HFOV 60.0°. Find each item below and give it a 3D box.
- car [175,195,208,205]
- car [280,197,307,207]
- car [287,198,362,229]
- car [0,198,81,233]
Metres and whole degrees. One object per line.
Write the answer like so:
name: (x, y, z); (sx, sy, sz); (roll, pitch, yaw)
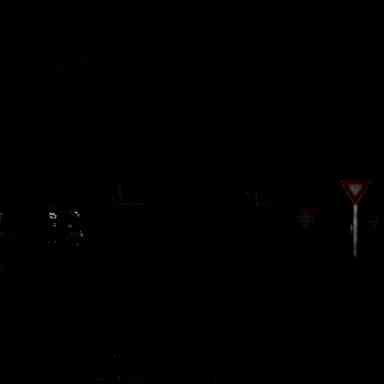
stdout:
car: (-0.106, 1.129, 48.799); (4.902, 1.511, 2.128); (0, 0, 6)
car: (12.881, 1.297, 40.460); (1.895, 1.301, 4.718); (0, 0, -25)
car: (8.446, 1.338, 20.378); (4.902, 1.511, 2.128); (0, 1, -34)
car: (-8.378, 1.214, 18.567); (4.553, 1.767, 2.097); (0, 0, 29)
